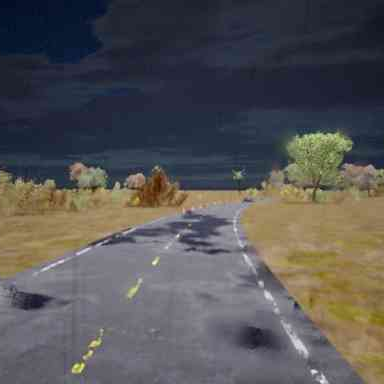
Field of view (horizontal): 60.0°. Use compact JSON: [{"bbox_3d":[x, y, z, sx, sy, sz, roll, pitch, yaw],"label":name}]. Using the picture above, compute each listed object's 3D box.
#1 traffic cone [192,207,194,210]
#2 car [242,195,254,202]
[{"bbox_3d":[0.123,1.909,41.085,0.340,0.580,0.340,0,0,12],"label":"traffic cone"},{"bbox_3d":[12.301,1.456,73.374,1.994,1.385,4.181,0,0,22],"label":"car"}]
